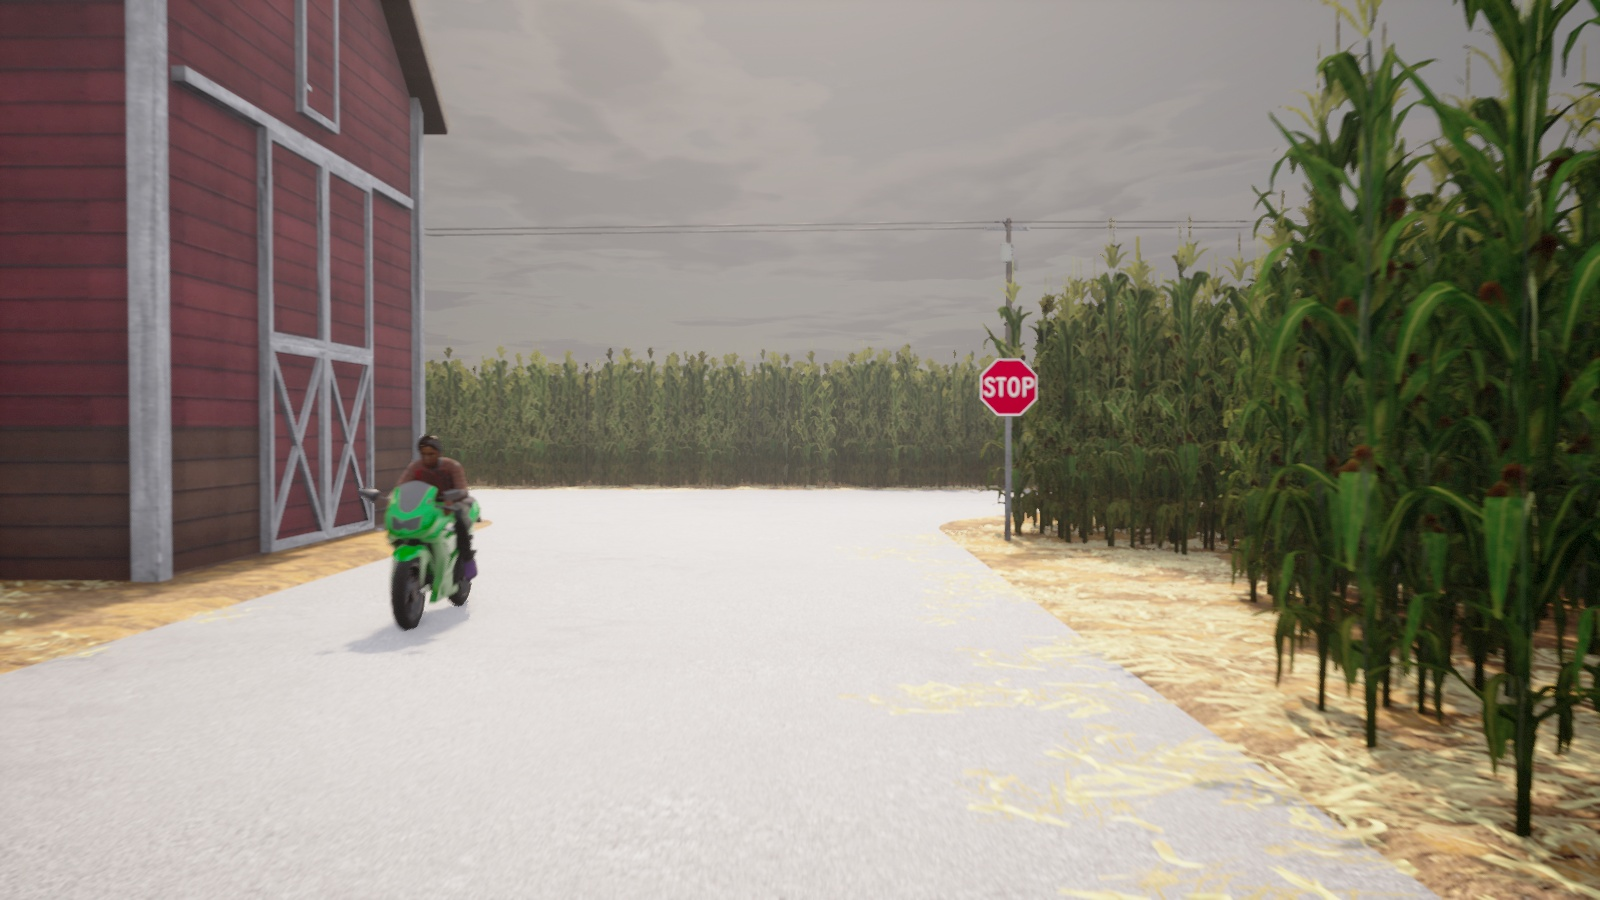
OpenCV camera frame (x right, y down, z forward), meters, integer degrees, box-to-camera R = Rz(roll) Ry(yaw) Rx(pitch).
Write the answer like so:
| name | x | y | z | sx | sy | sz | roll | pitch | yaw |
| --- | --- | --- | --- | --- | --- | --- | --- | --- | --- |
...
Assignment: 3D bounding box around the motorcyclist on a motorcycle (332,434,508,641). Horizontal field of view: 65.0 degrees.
| name | x | y | z | sx | sy | sz | roll | pitch | yaw |
| --- | --- | --- | --- | --- | --- | --- | --- | --- | --- |
| motorcyclist on a motorcycle | -3.027 | 0.631 | 10.237 | 0.797 | 1.523 | 2.044 | 0 | 1 | 0 |
